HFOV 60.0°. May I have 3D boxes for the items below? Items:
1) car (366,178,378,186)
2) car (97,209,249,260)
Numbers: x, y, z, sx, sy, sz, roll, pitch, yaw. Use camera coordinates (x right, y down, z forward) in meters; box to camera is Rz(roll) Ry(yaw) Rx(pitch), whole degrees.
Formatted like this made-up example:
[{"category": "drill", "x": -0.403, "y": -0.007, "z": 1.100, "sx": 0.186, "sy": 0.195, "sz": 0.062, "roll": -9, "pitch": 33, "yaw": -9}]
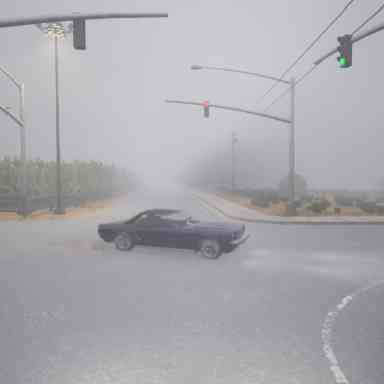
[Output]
[{"category": "car", "x": 42.118, "y": -2.288, "z": 77.598, "sx": 1.905, "sy": 1.878, "sz": 3.866, "roll": 10, "pitch": 10, "yaw": 41}, {"category": "car", "x": -0.595, "y": 1.250, "z": 10.858, "sx": 4.718, "sy": 1.301, "sz": 1.895, "roll": 1, "pitch": 3, "yaw": 21}]
